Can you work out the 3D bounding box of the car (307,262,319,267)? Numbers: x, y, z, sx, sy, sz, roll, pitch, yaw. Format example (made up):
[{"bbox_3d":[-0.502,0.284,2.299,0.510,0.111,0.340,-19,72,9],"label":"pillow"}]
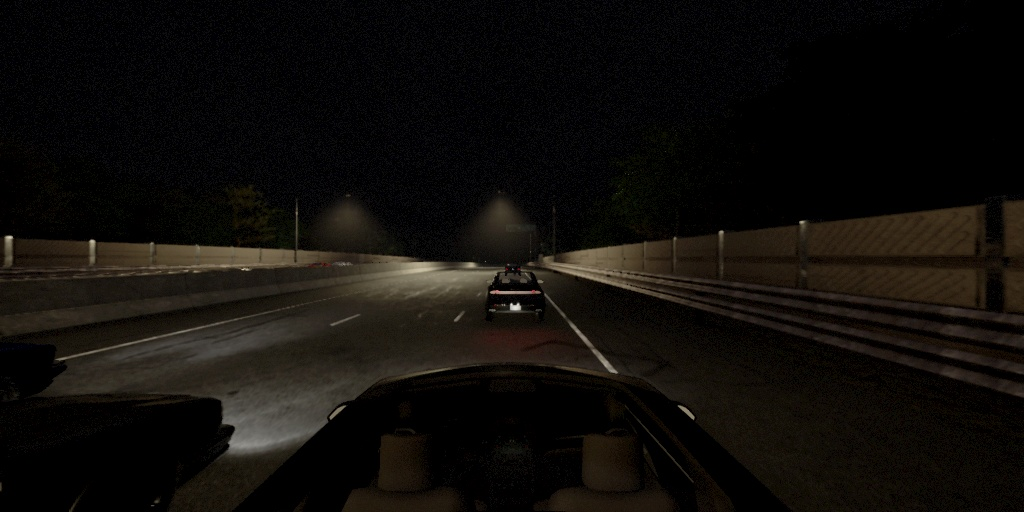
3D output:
[{"bbox_3d":[-24.575,1.506,45.749,1.812,1.442,4.674,0,0,0],"label":"car"}]

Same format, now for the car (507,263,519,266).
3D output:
[{"bbox_3d":[0.104,1.490,41.388,2.033,1.411,5.357,0,0,0],"label":"car"}]

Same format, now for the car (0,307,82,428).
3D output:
[{"bbox_3d":[-6.900,1.352,2.609,1.895,1.301,4.718,0,0,0],"label":"car"}]

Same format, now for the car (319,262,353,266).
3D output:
[{"bbox_3d":[-21.080,1.457,44.141,2.128,1.511,4.902,0,0,0],"label":"car"}]

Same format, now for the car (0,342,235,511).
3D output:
[{"bbox_3d":[-3.402,1.298,0.694,2.033,1.411,5.357,0,0,0],"label":"car"}]

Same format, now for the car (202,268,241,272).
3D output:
[{"bbox_3d":[-17.598,1.413,21.421,1.895,1.301,4.718,0,0,0],"label":"car"}]

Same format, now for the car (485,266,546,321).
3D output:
[{"bbox_3d":[0.100,1.261,12.574,2.128,1.511,4.902,0,0,0],"label":"car"}]
